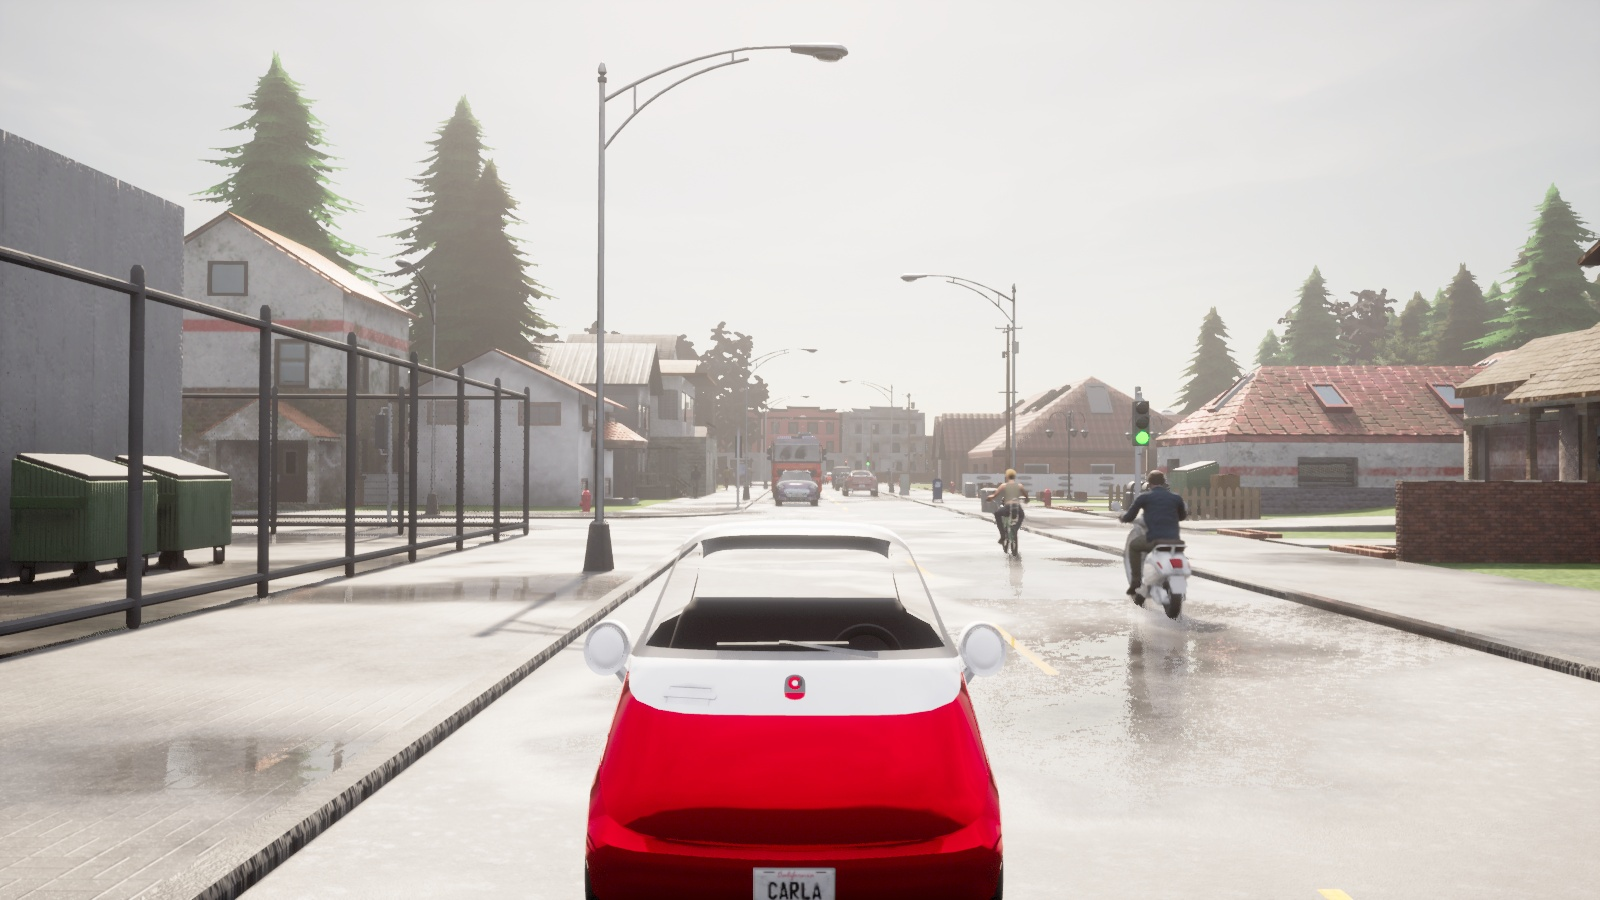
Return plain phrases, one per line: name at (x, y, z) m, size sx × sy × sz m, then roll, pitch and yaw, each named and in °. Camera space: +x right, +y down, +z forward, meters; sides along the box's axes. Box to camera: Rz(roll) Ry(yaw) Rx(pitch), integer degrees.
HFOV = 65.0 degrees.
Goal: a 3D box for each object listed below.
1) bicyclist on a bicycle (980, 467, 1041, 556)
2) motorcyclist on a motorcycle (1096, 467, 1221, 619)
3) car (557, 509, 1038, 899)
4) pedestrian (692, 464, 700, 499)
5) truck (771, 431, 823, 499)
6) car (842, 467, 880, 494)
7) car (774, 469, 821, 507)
bicyclist on a bicycle at (3.947, 1.132, 23.671) m, size 0.866 × 1.612 × 1.509 m, roll 0°, pitch -1°, yaw 0°
motorcyclist on a motorcycle at (3.966, 0.988, 14.045) m, size 0.866 × 1.590 × 1.817 m, roll 0°, pitch -1°, yaw 0°
car at (-0.012, 0.953, 4.987) m, size 1.481 × 1.376 × 2.207 m, roll 0°, pitch -1°, yaw 0°
pedestrian at (-5.454, 1.647, 65.730) m, size 0.370 × 1.835 × 0.726 m, roll 0°, pitch -1°, yaw -3°
truck at (-0.182, 0.902, 74.739) m, size 2.891 × 3.827 × 8.468 m, roll 0°, pitch -1°, yaw 0°
car at (3.809, 1.912, 79.635) m, size 2.152 × 1.651 × 5.027 m, roll 0°, pitch -1°, yaw 0°
car at (-0.146, 1.707, 57.415) m, size 2.033 × 1.649 × 4.856 m, roll 0°, pitch -1°, yaw -1°
